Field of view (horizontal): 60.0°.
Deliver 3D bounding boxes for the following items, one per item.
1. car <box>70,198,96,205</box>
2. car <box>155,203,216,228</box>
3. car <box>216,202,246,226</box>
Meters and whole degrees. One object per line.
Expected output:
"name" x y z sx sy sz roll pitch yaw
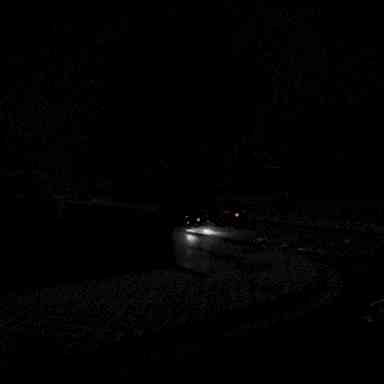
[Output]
"car" -12.398 1.324 37.746 1.895 1.301 4.718 -1 1 -34
"car" -0.770 1.418 20.992 1.994 1.385 4.181 -1 1 -35
"car" 1.683 1.381 22.220 1.994 1.385 4.181 -1 1 -33
